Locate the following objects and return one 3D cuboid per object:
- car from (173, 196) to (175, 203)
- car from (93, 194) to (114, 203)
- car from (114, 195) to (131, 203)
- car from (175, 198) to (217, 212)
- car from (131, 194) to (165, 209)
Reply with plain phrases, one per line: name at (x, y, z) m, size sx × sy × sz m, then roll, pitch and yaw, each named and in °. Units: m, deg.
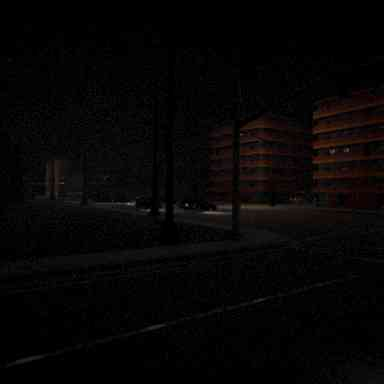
car at (-4.480, 1.223, 59.522) m, size 1.812 × 1.442 × 4.674 m, roll 1°, pitch 1°, yaw -34°
car at (-15.519, 1.055, 56.968) m, size 1.837 × 1.490 × 4.892 m, roll 1°, pitch 1°, yaw -34°
car at (-12.218, 1.163, 58.329) m, size 1.895 × 1.301 × 4.718 m, roll 1°, pitch 1°, yaw -34°
car at (0.625, 1.506, 39.377) m, size 2.033 × 1.411 × 5.357 m, roll 1°, pitch 1°, yaw -34°
car at (-5.536, 1.345, 42.195) m, size 1.812 × 1.442 × 4.674 m, roll 1°, pitch 1°, yaw -34°
